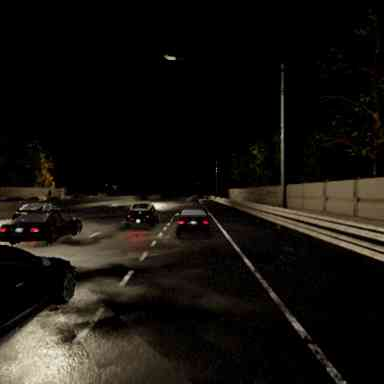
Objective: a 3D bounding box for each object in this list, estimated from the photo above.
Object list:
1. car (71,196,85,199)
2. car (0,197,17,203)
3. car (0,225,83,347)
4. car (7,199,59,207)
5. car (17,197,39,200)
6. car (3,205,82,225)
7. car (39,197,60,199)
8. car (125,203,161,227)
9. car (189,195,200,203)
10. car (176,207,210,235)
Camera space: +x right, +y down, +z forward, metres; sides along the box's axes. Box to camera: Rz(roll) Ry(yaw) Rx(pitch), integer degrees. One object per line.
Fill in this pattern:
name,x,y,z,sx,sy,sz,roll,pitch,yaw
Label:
car,-20.747,1.445,60.338,2.097,1.767,4.553,0,0,1
car,-31.246,1.620,57.930,2.033,1.411,5.357,0,0,0
car,-3.382,1.528,5.150,1.812,1.442,4.674,0,0,0
car,-10.300,1.508,22.840,2.128,1.511,4.902,0,0,0
car,-27.749,1.625,58.070,2.033,1.411,5.357,0,0,1
car,-6.836,1.559,15.668,2.033,1.411,5.357,0,0,0
car,-24.255,1.607,58.147,1.812,1.442,4.674,0,0,1
car,-3.301,1.527,22.869,1.837,1.490,4.892,0,0,0
car,0.328,1.682,73.654,1.812,1.442,4.674,0,0,0
car,0.079,1.567,18.972,2.033,1.411,5.357,0,0,0
